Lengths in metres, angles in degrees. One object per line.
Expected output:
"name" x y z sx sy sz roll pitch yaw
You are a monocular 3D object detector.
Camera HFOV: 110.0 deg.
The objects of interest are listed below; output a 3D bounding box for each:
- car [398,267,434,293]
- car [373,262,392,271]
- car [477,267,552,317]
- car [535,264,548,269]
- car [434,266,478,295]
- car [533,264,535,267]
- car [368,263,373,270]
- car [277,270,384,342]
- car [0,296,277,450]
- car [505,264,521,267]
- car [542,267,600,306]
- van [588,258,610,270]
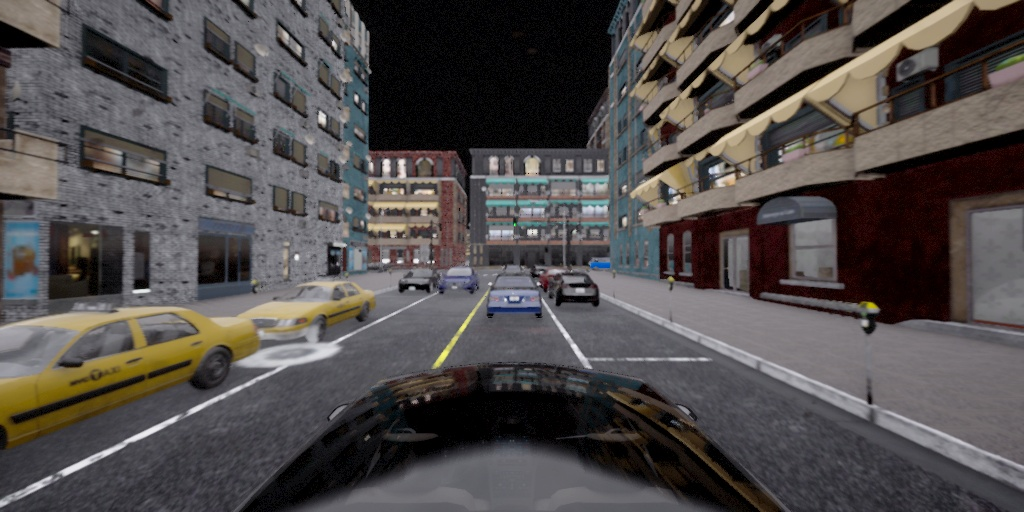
"car" -5.283 1.353 21.140 1.948 1.339 4.313 0 0 0
"car" -19.701 1.580 51.815 4.403 1.370 2.007 0 0 0
"car" 0.082 1.318 13.172 2.033 1.411 5.357 0 0 0
"car" 2.564 1.333 21.165 1.888 1.381 4.507 0 0 0
"car" -2.846 1.311 20.092 1.812 1.442 4.674 0 0 0
"car" 2.564 1.383 32.292 1.948 1.339 4.313 0 0 0
"car" -19.657 1.359 43.677 4.097 1.591 1.967 0 0 0
"car" -5.295 1.289 9.841 1.751 1.417 4.829 0 0 0
"car" -5.305 1.280 4.277 1.751 1.417 4.829 0 0 0
"car" 0.085 1.375 30.208 1.994 1.385 4.181 0 0 0
"car" 2.565 1.341 15.600 1.948 1.339 4.313 0 0 0
"van" 13.084 1.162 51.863 3.998 1.789 1.690 0 0 0
